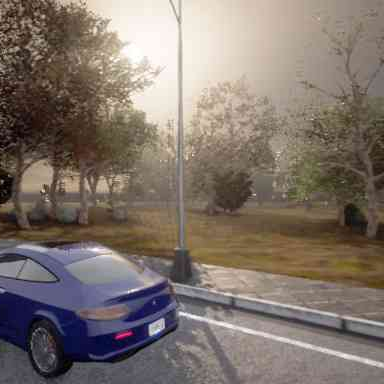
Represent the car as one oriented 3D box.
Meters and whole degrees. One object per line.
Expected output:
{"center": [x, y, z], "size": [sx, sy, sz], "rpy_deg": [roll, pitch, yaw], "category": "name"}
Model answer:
{"center": [-2.354, 1.520, 5.440], "size": [4.674, 1.442, 1.812], "rpy_deg": [0, 0, 34], "category": "car"}
